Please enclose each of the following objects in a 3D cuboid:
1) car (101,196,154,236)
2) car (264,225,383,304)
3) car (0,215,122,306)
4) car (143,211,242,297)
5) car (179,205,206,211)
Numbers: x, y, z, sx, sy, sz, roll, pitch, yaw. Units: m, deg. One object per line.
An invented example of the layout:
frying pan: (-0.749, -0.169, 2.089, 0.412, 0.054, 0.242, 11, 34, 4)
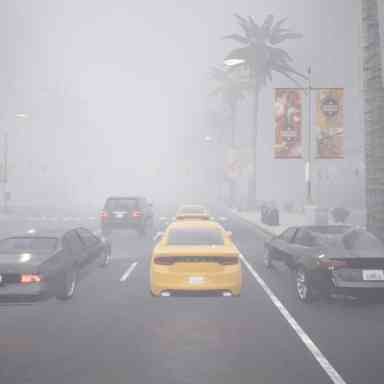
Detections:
car: (-3.462, 1.222, 18.546, 2.150, 2.045, 5.566, 0, 0, 0)
car: (3.166, 1.513, 8.206, 2.161, 1.482, 4.786, 0, 0, -1)
car: (-3.422, 1.547, 8.275, 2.033, 1.411, 5.357, 0, 0, 0)
car: (0.073, 1.478, 8.618, 1.882, 1.535, 5.008, 0, 0, 0)
car: (0.036, 1.478, 18.816, 1.882, 1.535, 5.008, 0, 0, 0)
